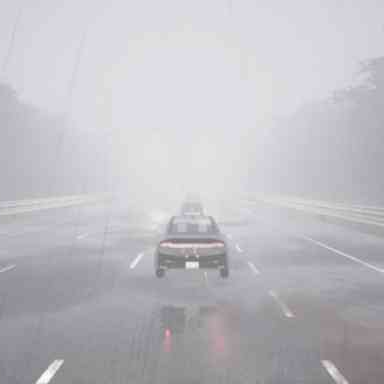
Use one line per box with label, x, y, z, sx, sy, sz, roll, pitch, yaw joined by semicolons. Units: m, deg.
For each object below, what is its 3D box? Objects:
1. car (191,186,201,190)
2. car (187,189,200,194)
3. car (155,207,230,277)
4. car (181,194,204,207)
car;0.440;-0.150;76.277;2.128;1.511;4.902;0;2;2
car;0.036;0.725;47.080;1.812;1.442;4.674;0;2;0
car;0.007;1.419;9.950;2.128;1.511;4.902;0;1;0
car;0.020;1.170;29.042;1.812;1.442;4.674;0;1;0
